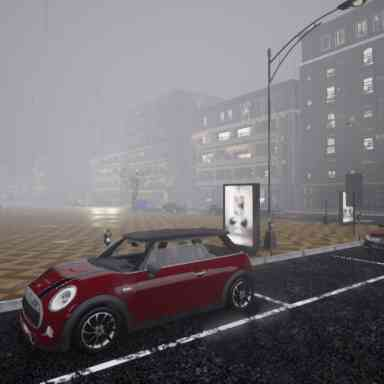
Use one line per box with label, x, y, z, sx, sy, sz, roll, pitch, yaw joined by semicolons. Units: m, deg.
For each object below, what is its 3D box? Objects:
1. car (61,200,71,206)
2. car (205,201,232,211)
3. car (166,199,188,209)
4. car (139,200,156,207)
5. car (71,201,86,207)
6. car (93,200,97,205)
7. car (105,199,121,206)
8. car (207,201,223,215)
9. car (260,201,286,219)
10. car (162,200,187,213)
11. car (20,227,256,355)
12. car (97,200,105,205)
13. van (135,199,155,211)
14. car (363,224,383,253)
car;-32.524;2.861;86.218;1.887;1.381;4.507;-2;0;-36
car;4.025;2.096;50.891;1.802;1.307;4.206;-2;0;-36
car;-2.647;2.118;59.812;1.967;1.590;4.097;-2;0;-36
car;-9.256;2.424;68.775;1.802;1.307;4.206;-2;0;-36
car;-25.915;2.703;77.252;2.008;1.369;4.403;-2;0;-36
car;-25.778;2.797;91.189;1.887;1.381;4.507;-2;0;-36
car;-19.172;2.528;82.223;1.967;1.590;4.097;-2;0;-36
car;3.720;1.968;36.828;2.008;1.369;4.403;-2;0;-36
car;7.025;1.887;32.345;2.008;1.369;4.403;-2;0;-36
car;-2.431;2.114;45.250;1.887;1.381;4.507;-2;0;-36
car;-0.809;1.440;6.013;4.097;1.590;1.967;0;0;-36
car;-22.473;2.736;86.706;1.947;1.339;4.313;-2;0;-36
van;-7.411;2.034;52.093;1.690;1.788;3.998;-2;0;-36
car;8.138;1.581;12.508;4.206;1.307;1.802;0;0;-36
